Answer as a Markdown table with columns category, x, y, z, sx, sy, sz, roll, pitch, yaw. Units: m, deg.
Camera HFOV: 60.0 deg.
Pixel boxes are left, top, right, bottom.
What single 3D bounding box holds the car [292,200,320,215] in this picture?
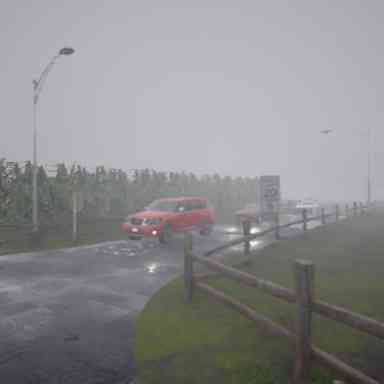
| category | x | y | z | sx | sy | sz | roll | pitch | yaw |
| --- | --- | --- | --- | --- | --- | --- | --- | --- | --- |
| car | 12.342 | 1.621 | 35.858 | 1.812 | 1.442 | 4.674 | 0 | 0 | 35 |

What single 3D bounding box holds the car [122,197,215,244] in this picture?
| category | x | y | z | sx | sy | sz | roll | pitch | yaw |
| --- | --- | --- | --- | --- | --- | --- | --- | --- | --- |
| car | -0.935 | 1.291 | 16.696 | 2.150 | 2.045 | 5.566 | 0 | 0 | 34 |

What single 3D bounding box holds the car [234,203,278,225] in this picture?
| category | x | y | z | sx | sy | sz | roll | pitch | yaw |
| --- | --- | --- | --- | --- | --- | --- | --- | --- | --- |
| car | 4.919 | 1.559 | 25.169 | 1.882 | 1.535 | 5.008 | 0 | 0 | 35 |
